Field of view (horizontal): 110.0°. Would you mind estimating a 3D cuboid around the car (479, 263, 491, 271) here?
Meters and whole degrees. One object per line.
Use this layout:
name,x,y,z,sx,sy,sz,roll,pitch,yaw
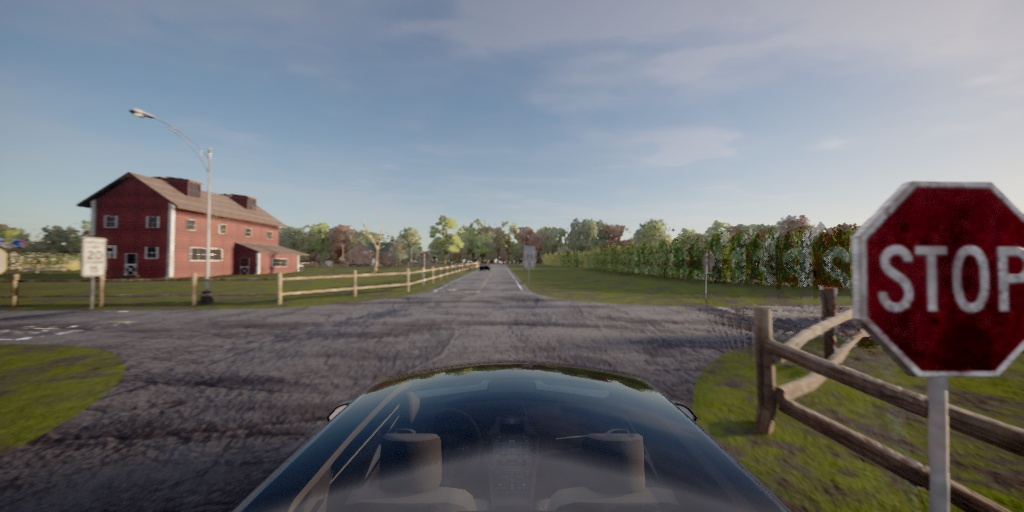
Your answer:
car,-4.650,1.945,62.238,1.895,1.301,4.718,0,-1,-2
